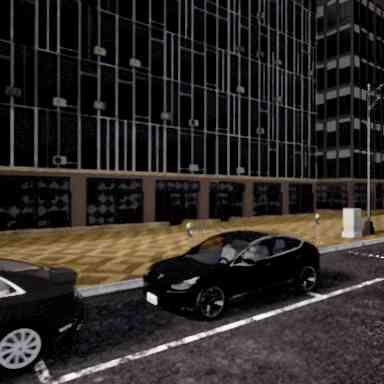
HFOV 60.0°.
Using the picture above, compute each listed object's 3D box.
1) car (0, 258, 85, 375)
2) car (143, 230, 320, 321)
[{"bbox_3d":[-3.586,1.552,3.999,4.403,1.369,2.008,0,0,-35],"label":"car"},{"bbox_3d":[1.052,1.560,7.300,4.313,1.339,1.947,0,0,-35],"label":"car"}]
